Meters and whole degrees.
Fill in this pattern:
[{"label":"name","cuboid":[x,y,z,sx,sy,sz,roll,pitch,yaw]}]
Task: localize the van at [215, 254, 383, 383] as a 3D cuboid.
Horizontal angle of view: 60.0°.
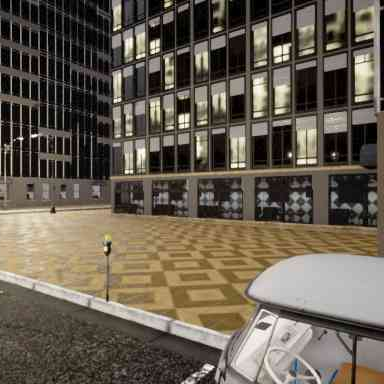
[{"label":"van","cuboid":[1.933,1.341,1.500,3.998,1.788,1.690,0,0,35]}]
